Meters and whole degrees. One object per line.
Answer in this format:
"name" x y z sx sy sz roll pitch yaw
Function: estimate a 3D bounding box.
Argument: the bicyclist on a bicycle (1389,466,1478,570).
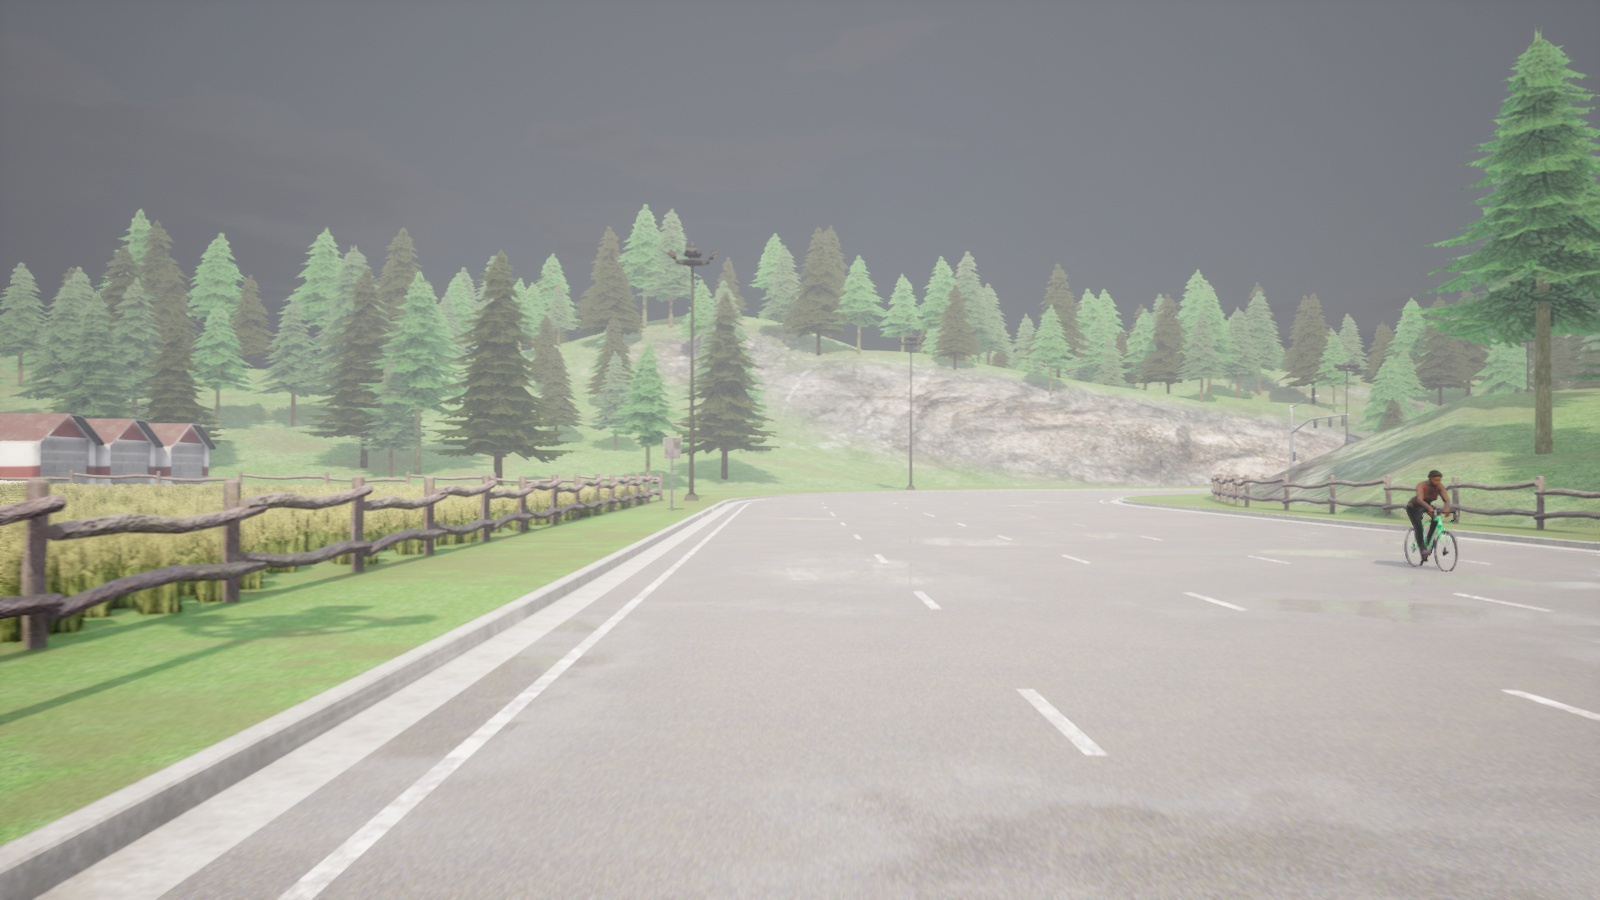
"bicyclist on a bicycle" 10.249 1.068 20.369 0.582 1.620 1.656 0 -1 -1
